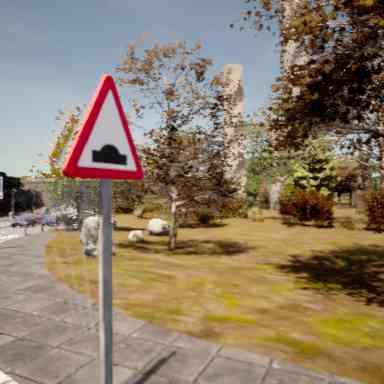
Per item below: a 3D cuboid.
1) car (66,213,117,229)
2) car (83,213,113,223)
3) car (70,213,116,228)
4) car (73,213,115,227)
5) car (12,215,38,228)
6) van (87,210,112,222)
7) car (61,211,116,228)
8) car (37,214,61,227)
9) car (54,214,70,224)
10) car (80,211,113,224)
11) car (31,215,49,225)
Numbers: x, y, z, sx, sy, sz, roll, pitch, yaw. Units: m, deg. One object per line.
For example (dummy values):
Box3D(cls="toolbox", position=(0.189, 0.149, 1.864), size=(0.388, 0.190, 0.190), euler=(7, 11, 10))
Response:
Box3D(cls="car", position=(-10.673, 3.031, 35.582), size=(5.008, 1.535, 2.097), euler=(0, -4, -14))
Box3D(cls="car", position=(-16.029, 4.423, 56.917), size=(4.792, 1.488, 2.163), euler=(0, -3, -14))
Box3D(cls="car", position=(-11.327, 3.213, 38.250), size=(4.892, 1.521, 2.231), euler=(0, -4, -14))
Box3D(cls="car", position=(-11.970, 3.422, 40.917), size=(4.792, 1.488, 2.163), euler=(0, -3, -14))
Box3D(cls="car", position=(-21.470, 3.763, 42.566), size=(2.033, 1.411, 5.357), euler=(0, -3, -14))
Box3D(cls="van", position=(-17.225, 4.471, 62.298), size=(4.442, 1.987, 1.878), euler=(0, -3, -14))
Box3D(cls="car", position=(-10.008, 2.849, 32.914), size=(4.892, 1.521, 2.231), euler=(0, -4, -14))
Box3D(cls="car", position=(-18.418, 3.768, 43.757), size=(2.033, 1.411, 5.357), euler=(0, -3, -14))
Box3D(cls="car", position=(-20.949, 4.353, 53.884), size=(1.837, 1.490, 4.892), euler=(0, -3, -14))
Box3D(cls="car", position=(-14.031, 3.785, 48.912), size=(4.553, 1.767, 2.185), euler=(0, -3, -14))
Box3D(cls="car", position=(-24.002, 4.371, 52.694), size=(1.812, 1.442, 4.674), euler=(0, -3, -14))
